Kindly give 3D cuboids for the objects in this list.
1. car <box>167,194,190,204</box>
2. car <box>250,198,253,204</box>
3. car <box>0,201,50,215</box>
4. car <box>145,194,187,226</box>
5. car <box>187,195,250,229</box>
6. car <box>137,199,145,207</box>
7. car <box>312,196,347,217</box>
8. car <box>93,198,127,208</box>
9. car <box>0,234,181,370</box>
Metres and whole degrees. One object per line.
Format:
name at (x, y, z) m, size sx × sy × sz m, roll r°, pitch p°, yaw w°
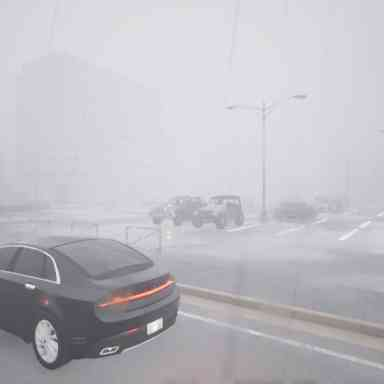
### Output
car at (-2.458, 1.270, 63.191) m, size 2.097 × 1.767 × 4.553 m, roll 0°, pitch 0°, yaw 34°
car at (9.835, 1.502, 62.475) m, size 1.837 × 1.490 × 4.892 m, roll 0°, pitch 0°, yaw 34°
car at (-17.503, 1.597, 34.752) m, size 1.895 × 1.301 × 4.718 m, roll 0°, pitch 0°, yaw 34°
car at (-0.660, 1.152, 21.899) m, size 1.932 × 1.855 × 4.605 m, roll 0°, pitch 0°, yaw 34°
car at (1.704, 1.155, 20.229) m, size 1.905 × 1.878 × 3.866 m, roll 0°, pitch 0°, yaw 34°
car at (-6.372, 1.522, 51.250) m, size 1.812 × 1.442 × 4.674 m, roll 0°, pitch 0°, yaw 34°
car at (13.749, 1.395, 33.166) m, size 1.970 × 1.475 × 3.806 m, roll 0°, pitch 0°, yaw 34°
car at (-11.976, 1.543, 49.224) m, size 2.033 × 1.411 × 5.357 m, roll 0°, pitch 0°, yaw 34°
car at (-2.454, 1.504, 5.750) m, size 4.892 × 1.490 × 1.837 m, roll 0°, pitch 0°, yaw 36°
